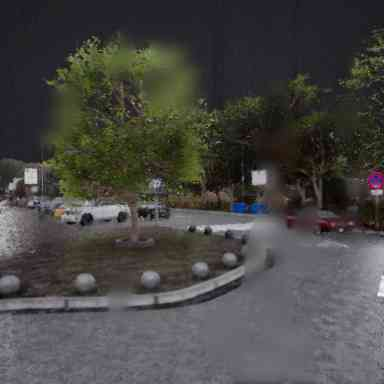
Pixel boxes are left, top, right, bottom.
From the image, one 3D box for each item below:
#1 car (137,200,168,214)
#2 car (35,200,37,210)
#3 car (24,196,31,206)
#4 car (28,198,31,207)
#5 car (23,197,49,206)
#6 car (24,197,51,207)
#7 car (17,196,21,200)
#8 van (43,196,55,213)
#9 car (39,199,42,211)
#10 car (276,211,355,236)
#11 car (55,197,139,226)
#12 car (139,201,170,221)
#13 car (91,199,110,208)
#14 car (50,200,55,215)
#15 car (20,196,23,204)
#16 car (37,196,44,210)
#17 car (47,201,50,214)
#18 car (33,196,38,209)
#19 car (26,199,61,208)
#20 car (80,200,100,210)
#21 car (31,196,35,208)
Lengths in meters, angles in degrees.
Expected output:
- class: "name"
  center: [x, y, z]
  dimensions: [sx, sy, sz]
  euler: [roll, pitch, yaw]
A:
- class: "car"
  center: [-4.971, 1.832, 41.151]
  dimensions: [2.128, 1.511, 4.902]
  euler: [0, -1, -30]
- class: "car"
  center: [-17.901, 1.930, 44.448]
  dimensions: [2.002, 1.452, 4.674]
  euler: [-1, 0, 40]
- class: "car"
  center: [-23.913, 1.748, 54.864]
  dimensions: [2.435, 2.045, 5.566]
  euler: [-1, 0, 40]
- class: "car"
  center: [-22.405, 2.001, 52.268]
  dimensions: [2.163, 1.488, 4.792]
  euler: [-1, 0, 40]
- class: "car"
  center: [-32.984, 2.065, 70.400]
  dimensions: [2.185, 1.767, 4.553]
  euler: [-1, 0, 40]
- class: "car"
  center: [-31.477, 2.031, 67.805]
  dimensions: [2.185, 1.767, 4.553]
  euler: [-1, 0, 40]
- class: "car"
  center: [-40.520, 2.370, 83.381]
  dimensions: [2.231, 1.521, 4.892]
  euler: [-2, -1, 40]
- class: "van"
  center: [-13.443, 1.589, 36.567]
  dimensions: [1.878, 1.987, 4.442]
  euler: [-1, 0, 40]
- class: "car"
  center: [-14.873, 1.839, 39.256]
  dimensions: [2.097, 1.535, 5.008]
  euler: [-1, 0, 40]
- class: "car"
  center: [7.090, 1.741, 19.730]
  dimensions: [1.895, 1.301, 4.718]
  euler: [0, 0, -22]
- class: "car"
  center: [-7.316, 1.462, 26.258]
  dimensions: [2.435, 2.045, 5.566]
  euler: [-1, 0, 40]
- class: "car"
  center: [-3.703, 1.729, 30.581]
  dimensions: [1.882, 1.535, 5.008]
  euler: [0, -1, -30]
- class: "car"
  center: [-17.017, 2.100, 61.656]
  dimensions: [2.033, 1.411, 5.357]
  euler: [0, -1, -30]
- class: "car"
  center: [-10.222, 1.759, 31.615]
  dimensions: [1.946, 1.575, 5.366]
  euler: [-1, 0, 40]
- class: "car"
  center: [-28.444, 1.840, 62.659]
  dimensions: [2.435, 2.045, 5.566]
  euler: [-2, 0, 40]
- class: "car"
  center: [-16.419, 1.739, 41.832]
  dimensions: [2.185, 1.767, 4.553]
  euler: [-1, 0, 40]
- class: "car"
  center: [-11.861, 1.829, 34.063]
  dimensions: [2.002, 1.452, 4.674]
  euler: [-1, 0, 40]
- class: "car"
  center: [-19.384, 1.790, 47.068]
  dimensions: [2.185, 1.767, 4.553]
  euler: [-1, 0, 40]
- class: "car"
  center: [-26.818, 2.055, 60.181]
  dimensions: [1.946, 1.575, 5.366]
  euler: [-1, 0, 40]
- class: "car"
  center: [-15.887, 1.967, 51.633]
  dimensions: [1.837, 1.490, 4.892]
  euler: [0, -1, -30]
- class: "car"
  center: [-20.889, 1.817, 49.664]
  dimensions: [2.185, 1.767, 4.553]
  euler: [-1, 0, 40]
